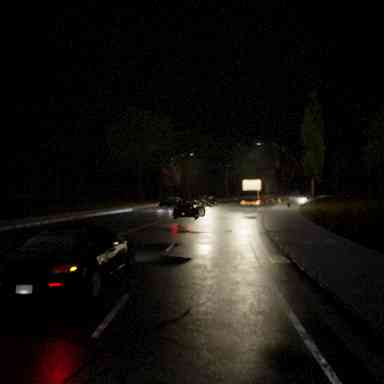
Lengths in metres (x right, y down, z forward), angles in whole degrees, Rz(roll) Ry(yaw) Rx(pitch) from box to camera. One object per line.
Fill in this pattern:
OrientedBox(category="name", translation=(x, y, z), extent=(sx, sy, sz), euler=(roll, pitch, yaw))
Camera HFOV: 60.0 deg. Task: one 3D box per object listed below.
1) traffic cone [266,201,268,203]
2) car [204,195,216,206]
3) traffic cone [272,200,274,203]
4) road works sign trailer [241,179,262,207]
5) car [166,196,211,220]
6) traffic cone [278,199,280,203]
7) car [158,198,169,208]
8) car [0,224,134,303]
OrientedBox(category="traffic cone", translation=(12.537, 1.483, 55.541), extent=(0.340, 0.580, 0.340), euler=(-1, 0, 23))
OrientedBox(category="car", translation=(1.902, 1.229, 45.660), extent=(1.837, 1.490, 4.892), euler=(-1, 0, 21))
OrientedBox(category="traffic cone", translation=(13.459, 1.473, 55.154), extent=(0.340, 0.580, 0.340), euler=(-1, 0, 23))
OrientedBox(category="road works sign trailer", translation=(7.835, 0.146, 43.394), extent=(2.380, 3.560, 2.880), euler=(0, 1, 23))
OrientedBox(category="car", translation=(-0.130, 1.374, 26.536), extent=(2.128, 1.511, 4.902), euler=(0, 0, 12))
OrientedBox(category="traffic cone", translation=(14.378, 1.463, 54.767), extent=(0.340, 0.580, 0.340), euler=(-1, 0, 23))
OrientedBox(category="car", translation=(-2.628, 1.387, 42.729), extent=(1.895, 1.301, 4.718), euler=(0, 0, 19))
OrientedBox(category="car", translation=(-2.750, 1.503, 8.041), extent=(1.812, 1.442, 4.674), euler=(0, 0, 4))
